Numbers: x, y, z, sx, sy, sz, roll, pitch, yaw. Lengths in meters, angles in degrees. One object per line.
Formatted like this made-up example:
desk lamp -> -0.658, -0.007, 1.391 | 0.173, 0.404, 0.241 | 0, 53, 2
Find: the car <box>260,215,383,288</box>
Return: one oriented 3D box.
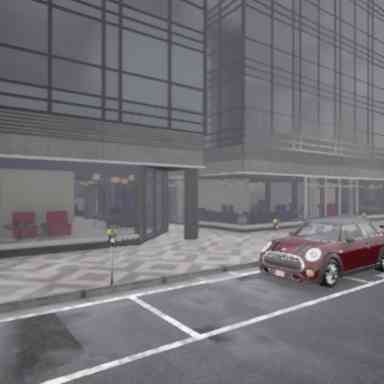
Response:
car -> 3.791, 1.490, 9.356 | 4.097, 1.590, 1.967 | 0, 0, -35
